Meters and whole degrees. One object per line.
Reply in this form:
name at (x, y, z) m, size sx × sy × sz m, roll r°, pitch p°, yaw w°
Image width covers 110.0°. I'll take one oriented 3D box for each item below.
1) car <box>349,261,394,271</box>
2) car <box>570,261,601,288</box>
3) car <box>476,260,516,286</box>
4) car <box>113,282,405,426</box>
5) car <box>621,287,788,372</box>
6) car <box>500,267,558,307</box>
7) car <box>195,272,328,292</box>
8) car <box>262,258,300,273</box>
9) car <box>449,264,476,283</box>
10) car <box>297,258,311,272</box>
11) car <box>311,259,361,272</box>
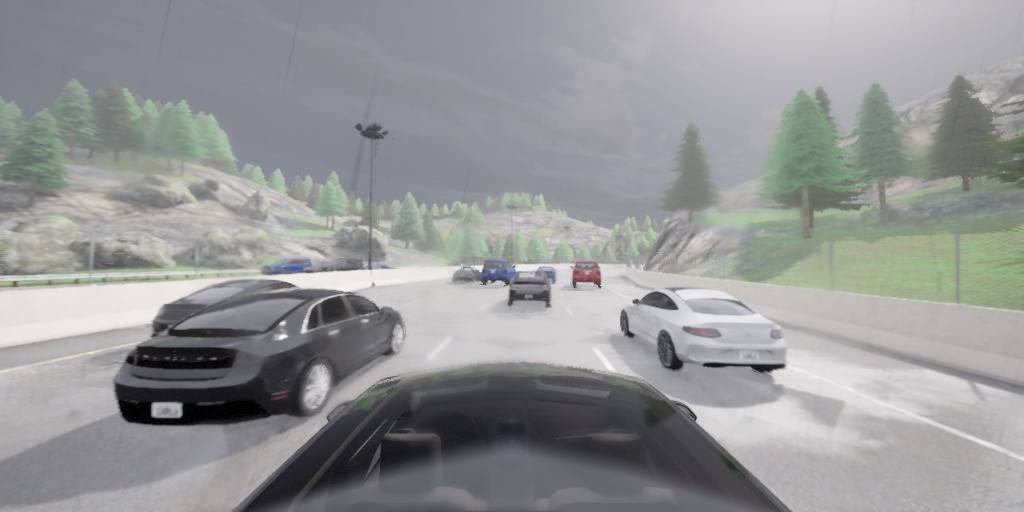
car at (-14.114, 1.576, 37.040) m, size 1.882 × 1.535 × 5.008 m, roll 0°, pitch -1°, yaw 11°
car at (5.920, 1.400, 28.817) m, size 2.150 × 2.045 × 5.566 m, roll 0°, pitch -1°, yaw 9°
car at (-1.020, 1.346, 29.713) m, size 2.150 × 2.045 × 5.566 m, roll 0°, pitch -1°, yaw 9°
car at (-3.301, 1.283, 5.949) m, size 1.837 × 1.490 × 4.892 m, roll 0°, pitch 0°, yaw 2°
car at (3.780, 1.395, 7.862) m, size 1.812 × 1.442 × 4.674 m, roll 0°, pitch -1°, yaw 3°
car at (0.907, 1.459, 16.952) m, size 2.128 × 1.511 × 4.902 m, roll 0°, pitch -1°, yaw 5°
car at (-6.638, 1.318, 9.503) m, size 1.812 × 1.442 × 4.674 m, roll 0°, pitch -1°, yaw 3°
car at (-24.392, 1.252, 39.252) m, size 2.150 × 2.045 × 5.566 m, roll 0°, pitch -1°, yaw 11°
car at (-3.991, 1.705, 33.049) m, size 1.994 × 1.385 × 4.181 m, roll 0°, pitch -1°, yaw 10°
car at (-20.749, 1.419, 39.519) m, size 2.097 × 1.767 × 4.553 m, roll 0°, pitch -1°, yaw 11°
car at (-17.650, 1.287, 37.269) m, size 2.150 × 2.045 × 5.566 m, roll 0°, pitch -1°, yaw 11°
